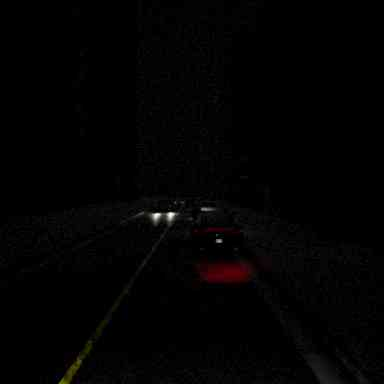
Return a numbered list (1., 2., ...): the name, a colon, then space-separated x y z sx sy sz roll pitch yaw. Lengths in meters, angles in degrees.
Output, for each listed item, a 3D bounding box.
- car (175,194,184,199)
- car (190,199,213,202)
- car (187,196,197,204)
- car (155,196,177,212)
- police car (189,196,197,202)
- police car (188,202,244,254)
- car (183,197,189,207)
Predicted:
1. car: -3.004 1.061 78.875 2.097 1.767 4.553 0 0 0
2. car: 0.900 1.490 23.509 1.837 1.490 4.892 0 0 0
3. car: -0.003 1.492 65.092 1.882 1.535 5.008 0 0 0
4. car: -3.094 1.464 38.055 1.882 1.535 5.008 0 0 0
5. police car: 0.899 1.410 29.619 1.930 1.638 5.238 0 0 0
6. police car: 0.900 1.414 13.619 1.930 1.638 5.238 0 0 0
7. car: -0.001 1.497 50.191 1.837 1.490 4.892 0 0 0
